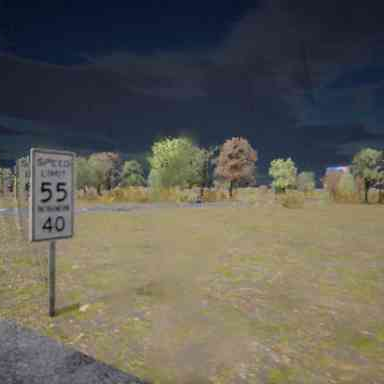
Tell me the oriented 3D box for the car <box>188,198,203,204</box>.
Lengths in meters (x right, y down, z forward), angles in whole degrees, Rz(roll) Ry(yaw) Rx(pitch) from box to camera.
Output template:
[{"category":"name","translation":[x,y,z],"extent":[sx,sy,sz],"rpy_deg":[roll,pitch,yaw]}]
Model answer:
[{"category":"car","translation":[0.924,2.260,81.111],"extent":[1.837,1.490,4.892],"rpy_deg":[1,0,36]}]
